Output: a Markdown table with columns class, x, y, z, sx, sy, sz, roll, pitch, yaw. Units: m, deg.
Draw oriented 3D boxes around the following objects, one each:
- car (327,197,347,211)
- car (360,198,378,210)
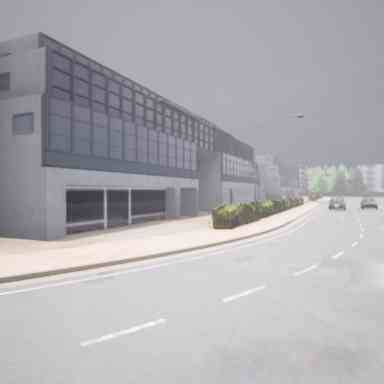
| class | x | y | z | sx | sy | sz | roll | pitch | yaw |
| --- | --- | --- | --- | --- | --- | --- | --- | --- | --- |
| car | 17.303 | 1.415 | 39.575 | 2.128 | 1.511 | 4.902 | 0 | 0 | 25 |
| car | 22.248 | 1.460 | 41.855 | 2.033 | 1.411 | 5.357 | 0 | 0 | 25 |
